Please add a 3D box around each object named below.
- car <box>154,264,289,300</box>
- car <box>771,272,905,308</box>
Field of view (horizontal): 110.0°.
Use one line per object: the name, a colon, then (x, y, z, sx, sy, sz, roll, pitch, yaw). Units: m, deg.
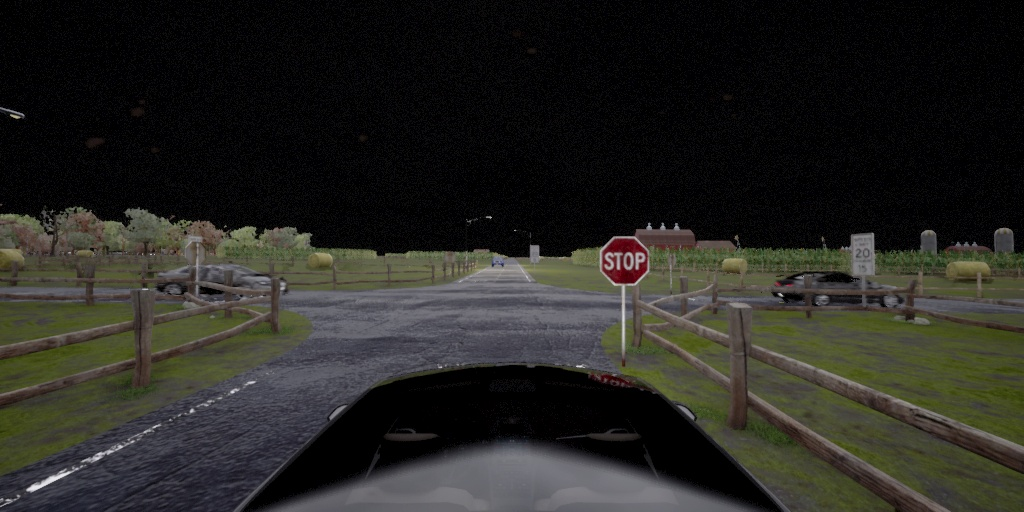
car: (-12.307, 1.086, 15.392, 4.902, 1.511, 2.128, 1, -1, -1)
car: (14.135, 1.448, 15.654, 4.892, 1.490, 1.837, 1, -1, -1)
